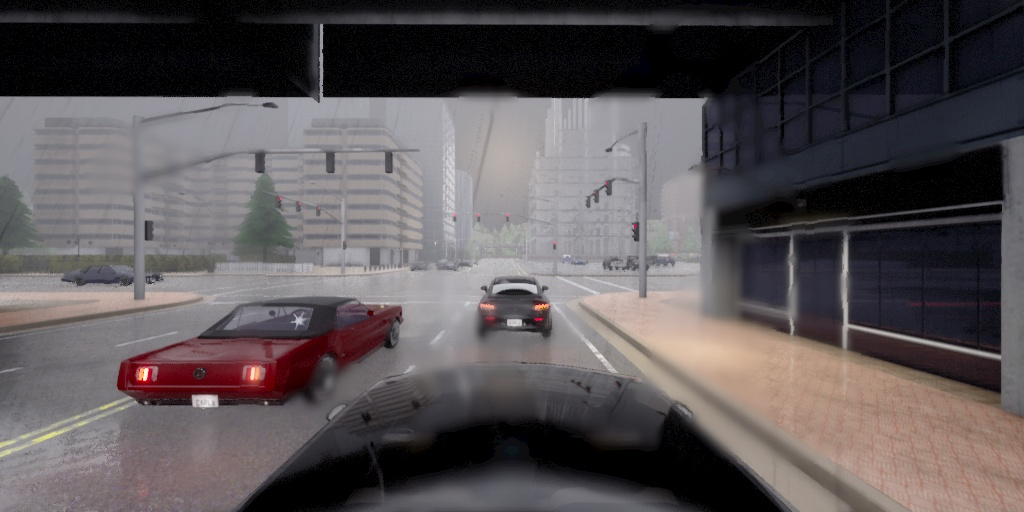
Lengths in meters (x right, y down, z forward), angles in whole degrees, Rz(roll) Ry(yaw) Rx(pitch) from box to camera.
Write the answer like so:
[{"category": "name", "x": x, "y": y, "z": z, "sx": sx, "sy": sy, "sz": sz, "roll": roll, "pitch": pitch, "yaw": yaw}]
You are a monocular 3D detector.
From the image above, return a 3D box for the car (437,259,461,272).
[{"category": "car", "x": -8.069, "y": 1.305, "z": 45.699, "sx": 1.994, "sy": 1.385, "sz": 4.181, "roll": 0, "pitch": 0, "yaw": 0}]

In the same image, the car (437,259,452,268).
[{"category": "car", "x": -11.674, "y": 1.262, "z": 62.215, "sx": 1.812, "sy": 1.442, "sz": 4.674, "roll": 0, "pitch": 0, "yaw": 0}]

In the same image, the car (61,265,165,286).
[{"category": "car", "x": -27.005, "y": 1.292, "z": 24.315, "sx": 5.357, "sy": 1.411, "sz": 2.033, "roll": 0, "pitch": 0, "yaw": 0}]

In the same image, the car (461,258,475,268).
[{"category": "car", "x": -8.176, "y": 1.338, "z": 62.453, "sx": 1.895, "sy": 1.301, "sz": 4.718, "roll": 0, "pitch": 0, "yaw": 0}]

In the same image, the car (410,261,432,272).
[{"category": "car", "x": -11.569, "y": 1.304, "z": 45.830, "sx": 1.994, "sy": 1.385, "sz": 4.181, "roll": 0, "pitch": 0, "yaw": 0}]

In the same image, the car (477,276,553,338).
[{"category": "car", "x": 0.074, "y": 1.274, "z": 10.027, "sx": 1.812, "sy": 1.442, "sz": 4.674, "roll": 0, "pitch": 0, "yaw": 0}]

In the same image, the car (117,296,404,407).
[{"category": "car", "x": -3.439, "y": 1.350, "z": 6.262, "sx": 1.895, "sy": 1.301, "sz": 4.718, "roll": 0, "pitch": 0, "yaw": 0}]
